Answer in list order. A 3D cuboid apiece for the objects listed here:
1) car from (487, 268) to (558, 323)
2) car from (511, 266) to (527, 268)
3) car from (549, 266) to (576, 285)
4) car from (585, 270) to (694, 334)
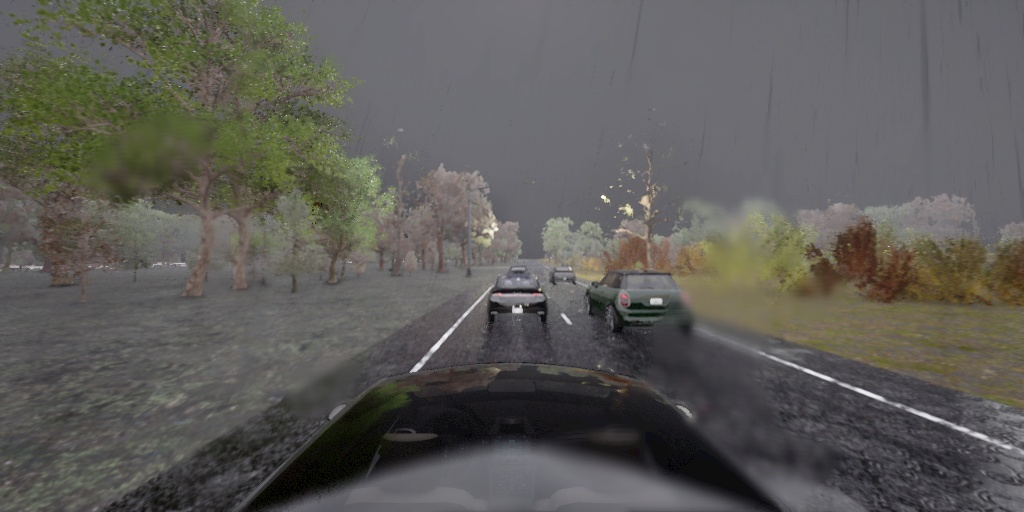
[{"bbox_3d":[0.189,1.358,12.606,2.128,1.511,4.902,0,-1,1],"label":"car"},{"bbox_3d":[0.568,1.554,29.828,1.837,1.490,4.892,0,0,2],"label":"car"},{"bbox_3d":[4.060,1.537,29.515,2.128,1.511,4.902,0,0,2],"label":"car"},{"bbox_3d":[3.676,1.202,11.210,2.097,1.767,4.553,0,-1,1],"label":"car"}]
